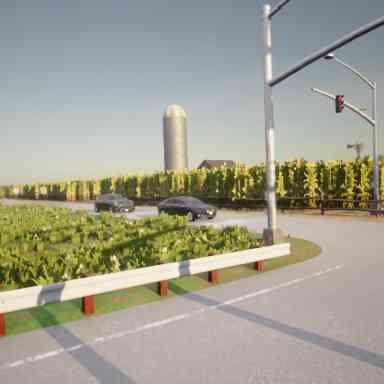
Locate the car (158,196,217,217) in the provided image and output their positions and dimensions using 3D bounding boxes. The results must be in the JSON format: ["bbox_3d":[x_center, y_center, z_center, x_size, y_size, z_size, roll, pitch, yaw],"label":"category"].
[{"bbox_3d":[-0.413,1.077,22.249,1.837,1.490,4.892,-4,2,-40],"label":"car"}]

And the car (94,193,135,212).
[{"bbox_3d":[-7.055,0.964,30.062,2.097,1.767,4.553,-4,2,-40],"label":"car"}]
